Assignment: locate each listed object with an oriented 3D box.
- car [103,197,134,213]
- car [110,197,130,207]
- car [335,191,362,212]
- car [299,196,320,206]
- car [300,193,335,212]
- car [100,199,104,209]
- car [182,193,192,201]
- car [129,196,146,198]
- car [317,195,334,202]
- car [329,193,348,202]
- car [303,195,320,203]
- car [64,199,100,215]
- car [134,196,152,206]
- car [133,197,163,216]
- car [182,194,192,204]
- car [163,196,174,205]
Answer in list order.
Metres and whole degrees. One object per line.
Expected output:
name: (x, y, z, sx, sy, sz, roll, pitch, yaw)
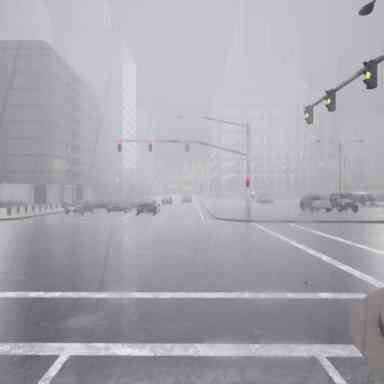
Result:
car: (-7.986, 1.559, 36.691, 1.994, 1.385, 4.181, 0, 0, 0)
car: (-11.576, 1.540, 53.905, 2.033, 1.411, 5.357, 0, 0, 0)
car: (16.064, 1.151, 35.650, 1.905, 1.878, 3.866, 0, 0, 0)
car: (18.731, 1.388, 53.123, 1.970, 1.475, 3.806, 0, 0, 0)
car: (13.169, 1.148, 35.698, 1.932, 1.855, 4.605, 0, 0, 0)
car: (-11.524, 1.595, 43.365, 1.895, 1.301, 4.718, 0, 0, 0)
car: (-1.101, 1.170, 74.352, 2.097, 1.767, 4.553, 0, 0, 0)
car: (-8.034, 1.345, 45.393, 2.097, 1.767, 4.553, 0, 0, 0)
car: (27.361, 1.354, 68.243, 1.784, 1.438, 3.905, 0, 0, 0)
car: (30.044, 1.143, 68.300, 1.932, 1.855, 4.605, 0, 0, 0)
car: (24.466, 1.385, 68.238, 1.970, 1.475, 3.806, 0, 0, 0)
car: (-11.471, 1.487, 34.097, 2.128, 1.511, 4.902, 0, 0, 0)
car: (-8.080, 1.483, 55.277, 2.128, 1.511, 4.902, 0, 0, 0)
car: (-4.310, 1.500, 33.127, 1.837, 1.490, 4.892, 0, 0, 0)
car: (-1.051, 1.591, 65.624, 1.895, 1.301, 4.718, 0, 0, 0)
car: (-4.420, 1.482, 60.091, 2.128, 1.511, 4.902, 0, 0, 0)
